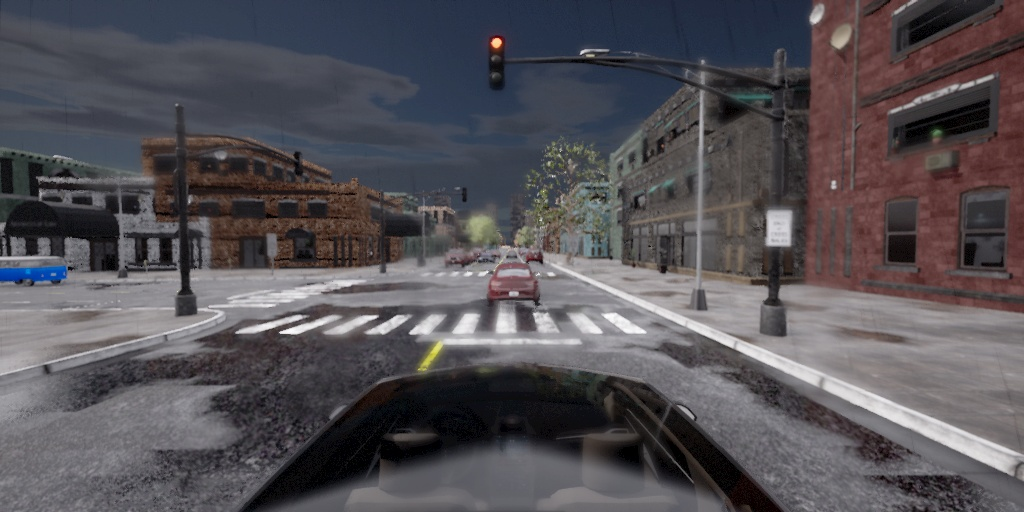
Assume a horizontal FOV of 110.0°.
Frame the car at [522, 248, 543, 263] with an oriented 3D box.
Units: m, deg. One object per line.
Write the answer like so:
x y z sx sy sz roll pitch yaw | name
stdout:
2.676 0.031 43.129 2.192 1.841 5.009 0 0 0 | car

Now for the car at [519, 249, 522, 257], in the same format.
2.669 -0.149 59.755 2.007 1.370 4.403 0 0 0 | car

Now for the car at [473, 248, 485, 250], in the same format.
-5.713 -0.385 59.752 2.192 1.841 5.009 0 0 0 | car

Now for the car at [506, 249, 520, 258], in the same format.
-0.028 -0.230 63.515 1.994 1.385 4.181 0 1 0 | car

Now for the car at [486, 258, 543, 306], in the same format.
0.065 0.989 13.849 1.812 1.442 4.674 -1 2 0 | car

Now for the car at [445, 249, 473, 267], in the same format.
-5.702 0.169 37.582 2.192 1.841 5.009 0 0 0 | car

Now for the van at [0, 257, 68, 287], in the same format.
-30.305 0.949 22.268 3.998 1.789 1.690 0 0 -1 | van

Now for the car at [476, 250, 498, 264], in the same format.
-3.105 0.254 44.161 1.994 1.385 4.181 0 1 0 | car

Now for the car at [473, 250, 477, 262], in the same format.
-5.705 0.261 43.124 1.888 1.381 4.507 0 0 0 | car

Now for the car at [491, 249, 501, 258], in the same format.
-3.064 -0.414 62.372 2.097 1.767 4.553 0 2 1 | car
